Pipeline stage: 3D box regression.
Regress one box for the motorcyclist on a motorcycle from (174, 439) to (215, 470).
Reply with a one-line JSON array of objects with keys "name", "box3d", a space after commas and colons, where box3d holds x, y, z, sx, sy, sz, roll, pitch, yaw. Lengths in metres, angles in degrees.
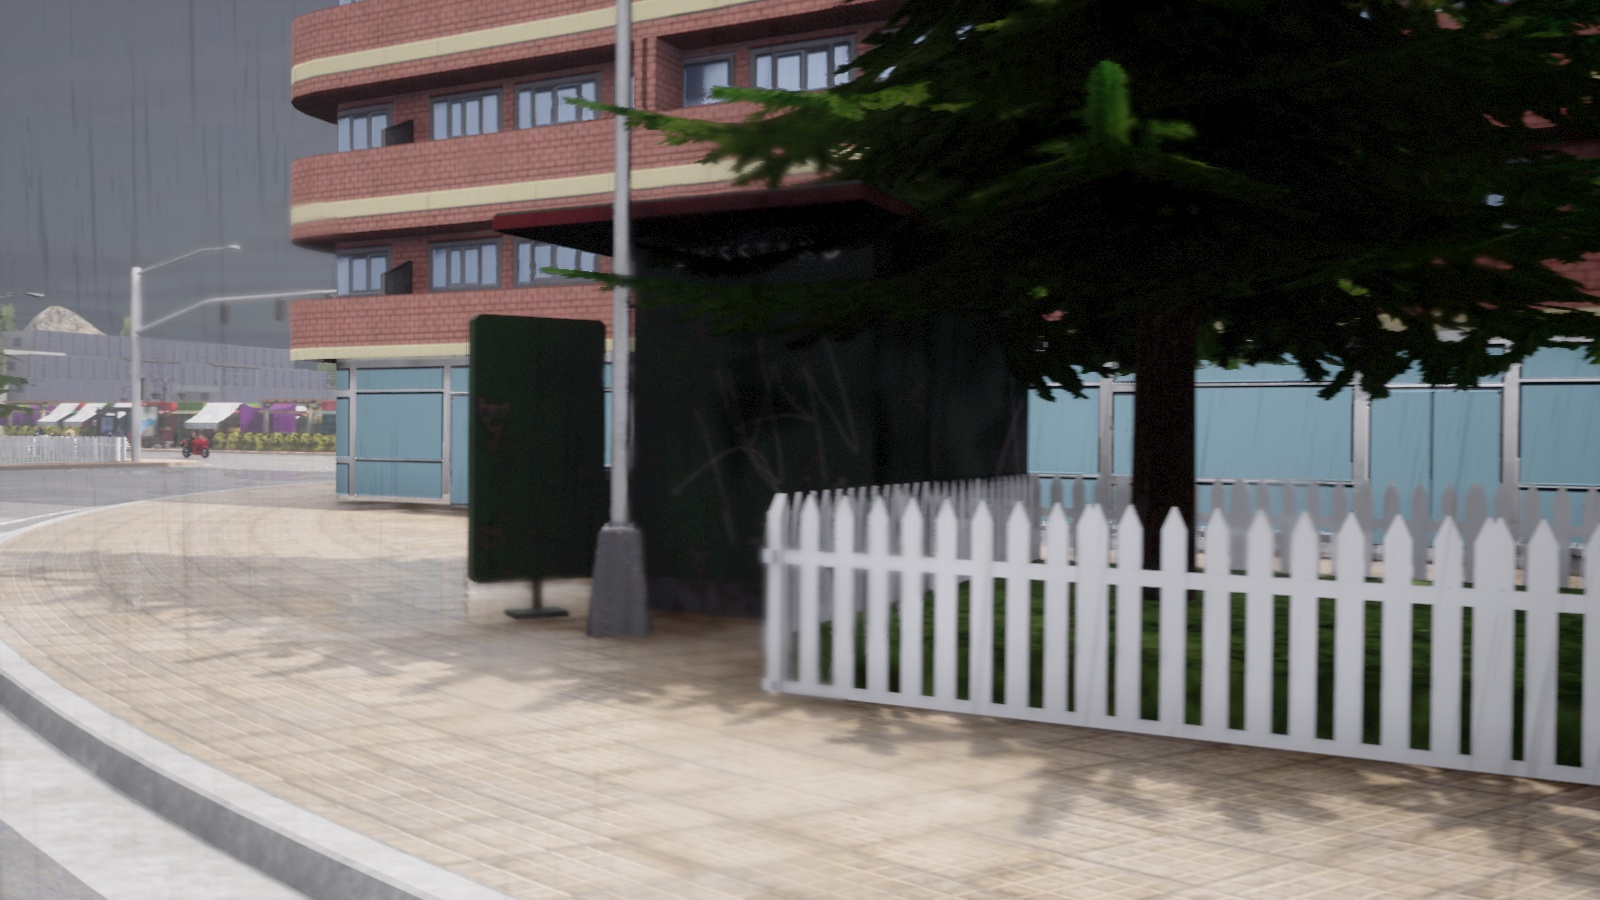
[{"name": "motorcyclist on a motorcycle", "box3d": [-30.400, 0.222, 63.046, 2.044, 1.523, 0.797, 0, 1, 27]}]
